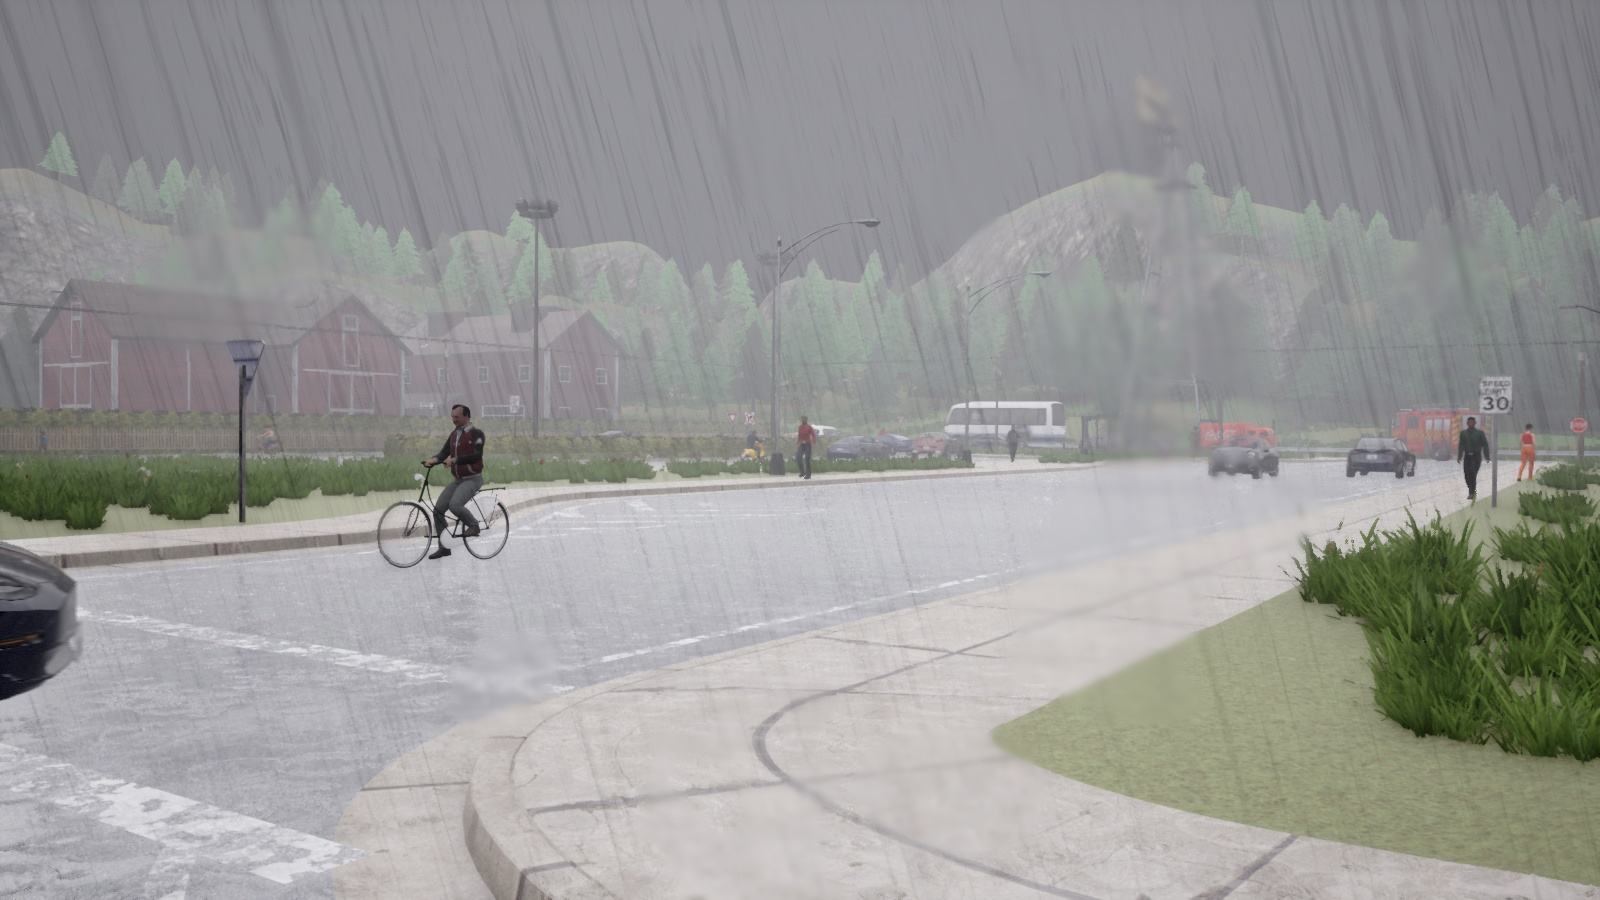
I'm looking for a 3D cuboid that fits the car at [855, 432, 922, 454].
[{"bbox_3d":[5.949,-0.456,84.971,1.812,1.442,4.674,-1,1,-38],"label":"car"}]

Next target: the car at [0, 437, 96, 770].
[{"bbox_3d":[-5.950,0.708,5.609,4.792,1.488,2.163,-1,1,-27],"label":"car"}]

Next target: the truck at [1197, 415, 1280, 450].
[{"bbox_3d":[31.824,-1.287,91.120,5.204,2.467,2.627,0,1,34],"label":"truck"}]

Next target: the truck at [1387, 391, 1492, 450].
[{"bbox_3d":[43.615,-2.003,85.967,2.891,3.827,8.468,0,1,0],"label":"truck"}]

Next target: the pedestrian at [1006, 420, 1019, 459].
[{"bbox_3d":[10.061,-0.512,59.400,0.540,1.848,0.694,0,1,6],"label":"pedestrian"}]

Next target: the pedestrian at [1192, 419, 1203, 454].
[{"bbox_3d":[21.636,-0.743,68.400,0.396,1.930,0.692,0,1,35],"label":"pedestrian"}]

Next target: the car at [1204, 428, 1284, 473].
[{"bbox_3d":[15.606,0.003,44.054,1.845,1.501,3.633,0,1,33],"label":"car"}]

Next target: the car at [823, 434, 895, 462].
[{"bbox_3d":[3.134,-0.135,66.066,1.994,1.385,4.181,0,1,32],"label":"car"}]

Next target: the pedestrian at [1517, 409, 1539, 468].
[{"bbox_3d":[22.980,-0.363,39.643,0.594,1.836,0.345,-1,1,-33],"label":"pedestrian"}]

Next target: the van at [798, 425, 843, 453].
[{"bbox_3d":[1.585,-0.856,94.761,2.069,2.038,4.480,-1,0,20],"label":"van"}]

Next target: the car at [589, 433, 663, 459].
[{"bbox_3d":[-10.582,-0.273,76.661,2.007,1.525,4.514,0,1,33],"label":"car"}]

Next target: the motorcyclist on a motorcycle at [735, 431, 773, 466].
[{"bbox_3d":[-2.107,-0.089,58.087,0.866,1.590,1.817,0,1,34],"label":"motorcyclist on a motorcycle"}]

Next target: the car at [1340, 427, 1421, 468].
[{"bbox_3d":[22.088,-0.120,47.666,2.163,1.488,4.792,0,1,33],"label":"car"}]

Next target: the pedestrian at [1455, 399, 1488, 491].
[{"bbox_3d":[14.550,-0.117,27.211,0.423,1.949,0.788,0,1,44],"label":"pedestrian"}]

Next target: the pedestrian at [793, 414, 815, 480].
[{"bbox_3d":[0.122,-0.098,35.398,0.331,1.846,0.636,0,1,32],"label":"pedestrian"}]

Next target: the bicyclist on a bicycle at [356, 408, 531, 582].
[{"bbox_3d":[-3.862,0.449,13.748,0.659,1.776,1.843,0,1,33],"label":"bicyclist on a bicycle"}]

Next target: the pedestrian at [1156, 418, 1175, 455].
[{"bbox_3d":[19.370,-0.697,66.528,0.659,1.952,0.873,0,1,38],"label":"pedestrian"}]

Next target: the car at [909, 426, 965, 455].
[{"bbox_3d":[8.219,-0.590,75.126,2.152,1.651,5.027,0,1,21],"label":"car"}]
